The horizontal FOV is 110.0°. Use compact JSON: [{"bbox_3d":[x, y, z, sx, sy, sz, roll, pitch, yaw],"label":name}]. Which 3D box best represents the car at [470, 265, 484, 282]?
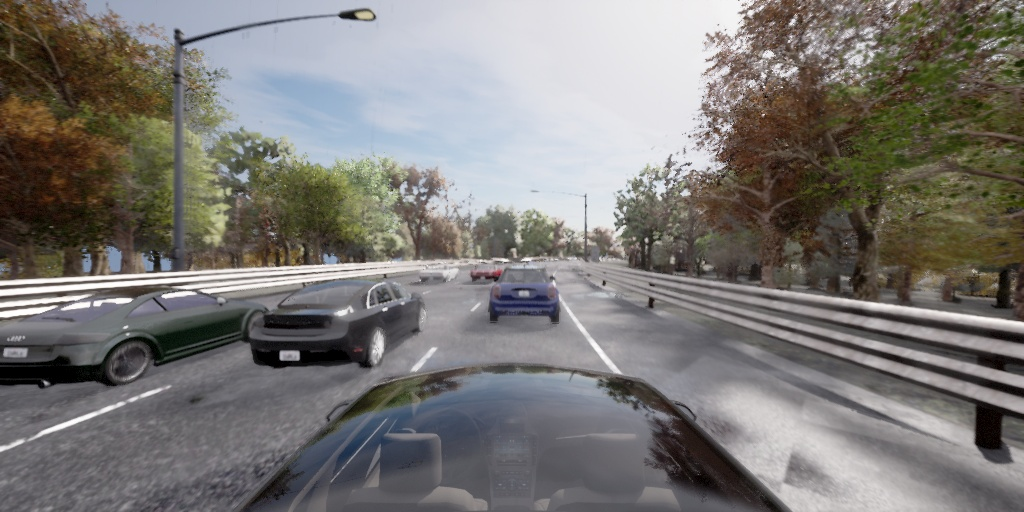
[{"bbox_3d":[-1.885,1.304,28.120,1.895,1.301,4.718,0,0,6],"label":"car"}]

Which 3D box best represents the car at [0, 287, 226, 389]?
[{"bbox_3d":[-6.763,1.290,6.926,1.994,1.385,4.181,0,0,1],"label":"car"}]

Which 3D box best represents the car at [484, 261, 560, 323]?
[{"bbox_3d":[0.441,1.090,12.294,2.097,1.767,4.553,0,0,3],"label":"car"}]

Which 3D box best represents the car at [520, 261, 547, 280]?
[{"bbox_3d":[2.000,1.207,31.389,2.128,1.511,4.902,0,0,6],"label":"car"}]

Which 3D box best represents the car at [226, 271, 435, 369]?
[{"bbox_3d":[-3.247,1.238,7.766,1.837,1.490,4.892,0,0,2],"label":"car"}]

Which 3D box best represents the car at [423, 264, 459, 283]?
[{"bbox_3d":[-5.465,1.289,27.464,1.895,1.301,4.718,0,0,6],"label":"car"}]
